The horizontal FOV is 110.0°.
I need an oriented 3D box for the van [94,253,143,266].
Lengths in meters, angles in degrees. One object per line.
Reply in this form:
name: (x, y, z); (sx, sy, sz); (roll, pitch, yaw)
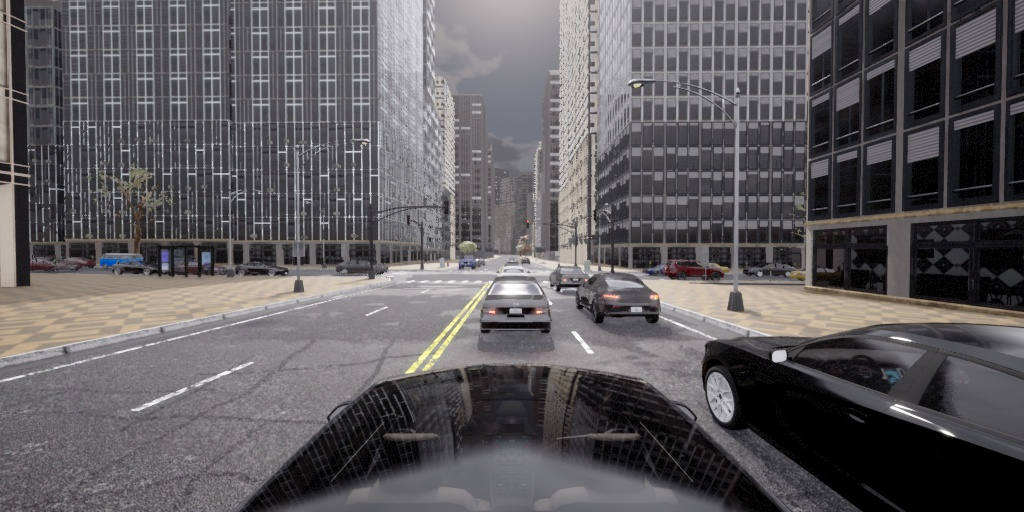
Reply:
van: (-45.319, 0.603, 41.615); (3.998, 1.789, 1.690); (0, 0, 1)

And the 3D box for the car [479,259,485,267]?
car: (-6.613, 1.191, 63.808); (2.128, 1.511, 4.902); (0, 0, 0)

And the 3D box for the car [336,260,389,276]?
car: (-14.700, 1.137, 35.366); (4.892, 1.490, 1.837); (1, 1, -1)

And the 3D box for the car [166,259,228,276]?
car: (-28.440, 1.136, 32.794); (4.207, 1.307, 1.802); (0, 0, 1)

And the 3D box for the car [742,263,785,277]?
car: (27.012, 1.458, 37.769); (4.892, 1.490, 1.837); (1, 1, 1)

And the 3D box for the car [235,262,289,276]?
car: (-22.756, 1.172, 32.666); (4.313, 1.339, 1.948); (0, 0, 1)

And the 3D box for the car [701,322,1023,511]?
car: (3.344, 1.227, 2.584); (1.882, 1.535, 5.008); (0, 0, 0)

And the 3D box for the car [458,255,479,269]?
car: (-6.639, 0.933, 53.890); (2.150, 2.045, 5.566); (0, 0, 0)

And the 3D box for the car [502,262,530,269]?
car: (0.086, 1.265, 20.251); (1.812, 1.442, 4.674); (0, 0, 0)

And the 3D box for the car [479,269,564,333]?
car: (0.094, 1.293, 10.660); (2.033, 1.411, 5.357); (0, 0, 0)

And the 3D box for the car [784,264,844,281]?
car: (27.618, 1.577, 31.982); (4.829, 1.417, 1.751); (0, 0, 1)

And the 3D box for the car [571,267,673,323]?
car: (3.344, 1.271, 11.930); (1.812, 1.442, 4.674); (0, 0, 0)

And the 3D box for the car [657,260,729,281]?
car: (16.170, 1.267, 32.169); (5.009, 1.841, 2.192); (0, 0, 1)

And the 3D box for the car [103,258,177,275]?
car: (-34.121, 1.068, 32.963); (4.313, 1.339, 1.948); (0, 0, 1)

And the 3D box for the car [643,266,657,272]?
car: (16.696, 1.410, 37.940); (5.357, 1.411, 2.033); (0, 1, 1)

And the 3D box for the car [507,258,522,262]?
car: (-0.012, 1.206, 51.223); (2.128, 1.511, 4.902); (0, 0, 1)

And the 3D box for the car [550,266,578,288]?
car: (3.337, 1.286, 21.341); (2.033, 1.411, 5.357); (0, 0, 0)

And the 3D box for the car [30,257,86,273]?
car: (-46.245, 0.874, 35.863); (4.674, 1.442, 1.812); (1, 1, 1)
